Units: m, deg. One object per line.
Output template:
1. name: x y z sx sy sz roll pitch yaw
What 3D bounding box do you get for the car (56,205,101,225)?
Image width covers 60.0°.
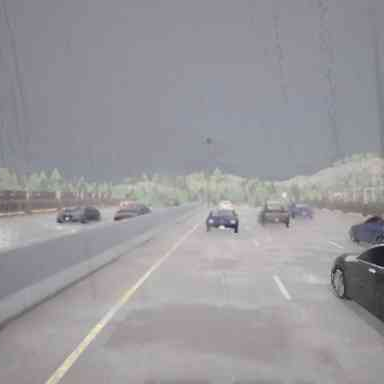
1. car: -8.389 1.651 24.933 1.994 1.385 4.181 0 0 6

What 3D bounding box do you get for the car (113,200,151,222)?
1. car: -4.663 1.666 26.818 2.033 1.411 5.357 0 0 6

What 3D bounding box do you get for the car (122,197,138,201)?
1. car: -9.162 1.566 49.421 2.097 1.767 4.553 0 0 7

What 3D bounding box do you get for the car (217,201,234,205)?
1. car: 3.897 1.757 38.642 1.812 1.442 4.674 0 0 6

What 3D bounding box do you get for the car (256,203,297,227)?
1. car: 5.799 1.654 24.018 2.128 1.511 4.902 0 0 6

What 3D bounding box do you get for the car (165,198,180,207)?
1. car: -3.770 2.122 65.686 2.150 2.045 5.566 0 -4 7

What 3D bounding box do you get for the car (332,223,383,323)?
1. car: 3.947 1.558 5.582 1.837 1.490 4.892 0 0 4

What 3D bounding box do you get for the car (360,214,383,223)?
1. car: 8.209 1.647 13.790 1.812 1.442 4.674 0 0 6

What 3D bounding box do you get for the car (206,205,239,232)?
1. car: 1.942 1.726 21.016 1.895 1.301 4.718 0 0 6

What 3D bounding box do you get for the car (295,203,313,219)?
1. car: 10.163 1.754 31.640 1.812 1.442 4.674 0 0 6

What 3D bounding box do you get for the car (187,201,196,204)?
1. car: 0.042 2.496 68.240 1.895 1.301 4.718 0 -4 6
